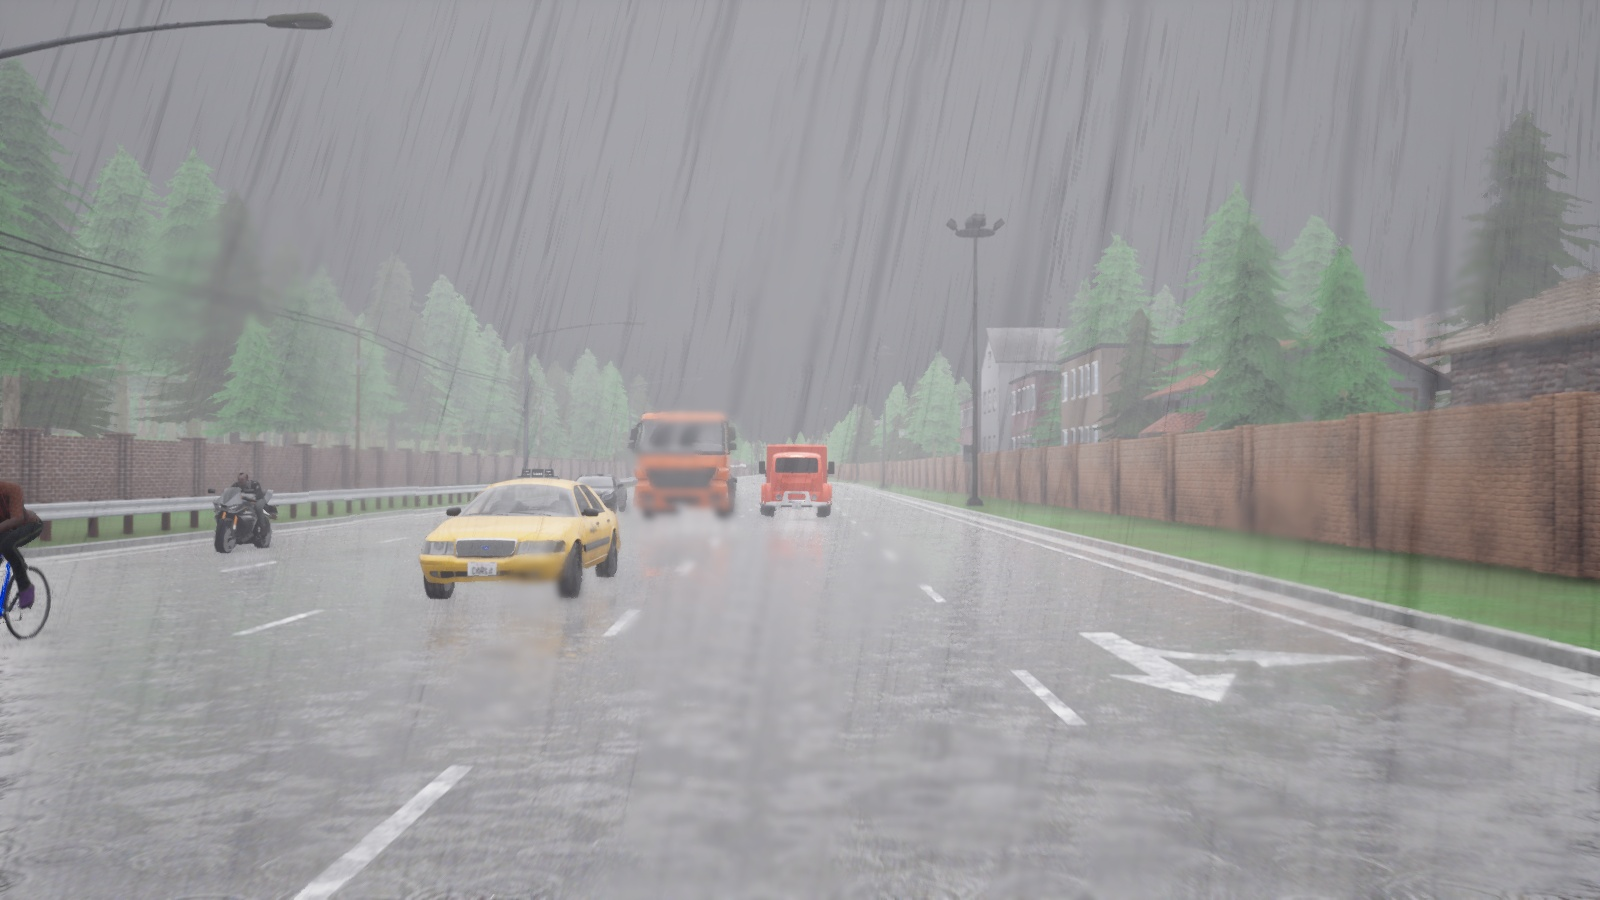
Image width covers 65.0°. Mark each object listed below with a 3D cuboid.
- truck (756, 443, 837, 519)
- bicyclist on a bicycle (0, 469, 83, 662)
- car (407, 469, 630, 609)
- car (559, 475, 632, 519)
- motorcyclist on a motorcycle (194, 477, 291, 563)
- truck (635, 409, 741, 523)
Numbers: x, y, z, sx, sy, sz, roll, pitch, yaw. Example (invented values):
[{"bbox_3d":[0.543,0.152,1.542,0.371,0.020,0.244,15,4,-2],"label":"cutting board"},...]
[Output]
[{"bbox_3d":[-0.110,1.059,43.621,2.627,2.467,5.204,0,-1,0],"label":"truck"},{"bbox_3d":[-7.028,0.979,10.970,0.582,1.620,1.656,0,-1,0],"label":"bicyclist on a bicycle"},{"bbox_3d":[-3.543,1.050,16.879,1.801,1.575,5.366,0,-1,0],"label":"car"},{"bbox_3d":[-7.109,1.606,44.037,1.812,1.442,4.674,0,-1,0],"label":"car"},{"bbox_3d":[-10.559,1.292,23.882,0.866,1.530,2.191,0,-1,0],"label":"motorcyclist on a motorcycle"},{"bbox_3d":[-3.609,0.556,42.328,2.891,3.462,7.936,0,-1,0],"label":"truck"}]
